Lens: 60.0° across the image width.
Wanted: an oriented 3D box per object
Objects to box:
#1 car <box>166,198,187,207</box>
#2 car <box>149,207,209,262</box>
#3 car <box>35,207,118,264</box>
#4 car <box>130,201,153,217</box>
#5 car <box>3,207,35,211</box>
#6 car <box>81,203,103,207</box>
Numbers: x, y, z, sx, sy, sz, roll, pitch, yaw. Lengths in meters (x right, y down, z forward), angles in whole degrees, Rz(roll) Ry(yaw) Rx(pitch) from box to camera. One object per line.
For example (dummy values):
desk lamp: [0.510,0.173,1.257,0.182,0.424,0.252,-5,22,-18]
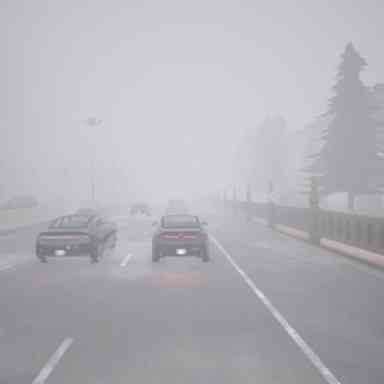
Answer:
car: [-1.577,1.445,34.467,2.097,1.767,4.553,0,0,-3]
car: [-0.441,1.538,12.349,1.837,1.490,4.892,0,0,-3]
car: [-3.930,1.544,12.051,2.128,1.511,4.902,0,0,-3]
car: [-4.998,1.613,32.904,1.837,1.490,4.892,0,0,-3]
car: [-19.396,1.429,37.946,2.150,2.045,5.566,0,-1,-3]
car: [-8.218,1.639,27.454,1.812,1.442,4.674,0,0,-3]
